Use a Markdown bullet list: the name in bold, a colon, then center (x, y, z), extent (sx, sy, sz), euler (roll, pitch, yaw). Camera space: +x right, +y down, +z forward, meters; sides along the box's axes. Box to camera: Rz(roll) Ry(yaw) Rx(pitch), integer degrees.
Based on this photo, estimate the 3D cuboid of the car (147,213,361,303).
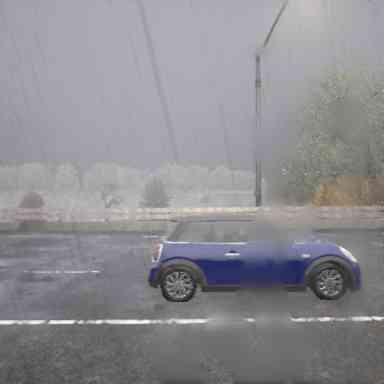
- **car**: center (1.319, 1.299, 7.604), extent (4.553, 1.767, 2.097), euler (0, 0, -1)
